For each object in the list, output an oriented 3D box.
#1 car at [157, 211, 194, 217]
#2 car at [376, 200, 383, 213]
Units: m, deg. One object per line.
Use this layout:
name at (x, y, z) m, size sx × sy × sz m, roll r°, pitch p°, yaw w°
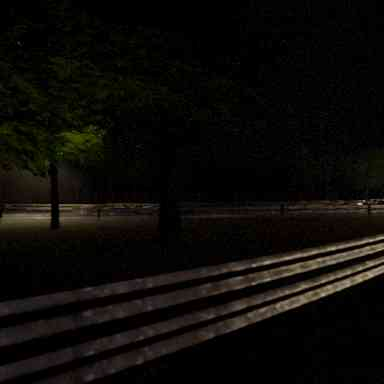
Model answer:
car at (-2.071, 2.459, 42.216) m, size 4.718 × 1.301 × 1.895 m, roll -1°, pitch 0°, yaw -4°
car at (26.950, 1.818, 44.069) m, size 4.553 × 1.767 × 2.097 m, roll -1°, pitch 0°, yaw -4°
